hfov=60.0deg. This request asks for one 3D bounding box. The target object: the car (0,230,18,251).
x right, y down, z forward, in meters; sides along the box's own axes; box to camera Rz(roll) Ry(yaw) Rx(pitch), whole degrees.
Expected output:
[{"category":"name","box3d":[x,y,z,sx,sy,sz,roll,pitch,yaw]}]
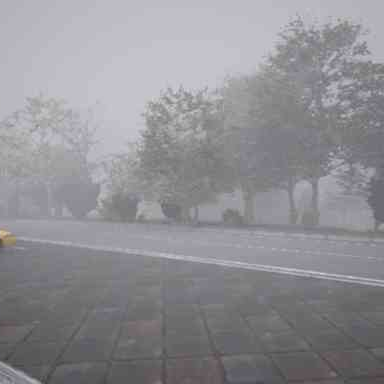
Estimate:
[{"category":"car","box3d":[-9.242,1.675,11.972,1.946,1.575,5.366,-2,-1,36]}]
